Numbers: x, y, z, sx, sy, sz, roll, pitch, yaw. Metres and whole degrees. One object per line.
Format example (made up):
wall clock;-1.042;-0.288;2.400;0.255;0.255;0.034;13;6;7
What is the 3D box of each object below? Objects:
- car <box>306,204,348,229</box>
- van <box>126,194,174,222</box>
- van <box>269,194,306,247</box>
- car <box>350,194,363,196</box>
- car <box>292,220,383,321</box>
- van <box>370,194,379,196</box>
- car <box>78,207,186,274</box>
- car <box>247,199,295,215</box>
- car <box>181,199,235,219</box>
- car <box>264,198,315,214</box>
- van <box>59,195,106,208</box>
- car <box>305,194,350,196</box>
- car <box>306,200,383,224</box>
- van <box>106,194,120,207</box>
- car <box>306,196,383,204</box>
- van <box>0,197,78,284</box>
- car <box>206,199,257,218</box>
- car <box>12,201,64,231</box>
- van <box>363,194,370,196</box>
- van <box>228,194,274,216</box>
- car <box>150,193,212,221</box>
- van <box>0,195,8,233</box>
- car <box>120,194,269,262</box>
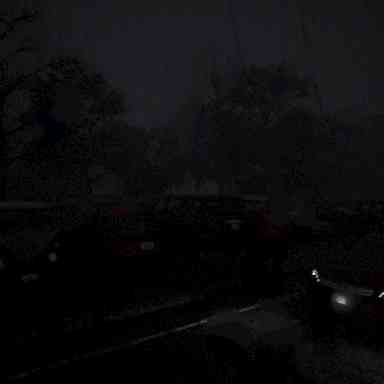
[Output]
car;4.275;1.437;15.285;2.002;1.452;4.674;0;0;-35
van;-3.368;1.172;26.040;1.878;1.987;4.442;0;0;-35
van;2.084;1.164;13.578;1.878;1.987;4.442;0;0;-35
car;17.126;1.217;40.459;2.435;2.045;5.566;0;0;-35
car;4.326;1.478;6.775;4.674;1.442;1.812;0;0;-36
van;21.554;1.258;43.791;1.878;1.987;4.442;0;0;-35
car;-2.503;1.433;10.491;2.163;1.488;4.792;0;0;-35
car;7.980;1.477;33.983;2.002;1.452;4.674;0;0;-35
car;1.317;1.414;29.227;2.097;1.535;5.008;0;0;-35
car;10.342;1.445;35.655;2.097;1.535;5.008;0;0;-35
van;-7.752;1.156;22.631;1.878;1.987;4.442;0;0;-35
car;14.870;1.209;38.852;2.435;2.045;5.566;0;0;-35
car;6.541;1.405;16.889;2.097;1.535;5.008;0;0;-35
van;-5.522;1.165;24.505;1.878;1.987;4.442;0;0;-35
car;8.818;1.287;18.479;2.185;1.767;4.553;0;0;-35
van;-4.687;1.214;8.756;1.878;1.987;4.442;-1;1;-35
car;3.572;1.462;30.837;2.002;1.452;4.674;0;0;-35
car;-9.955;1.401;21.212;2.097;1.535;5.008;-1;1;-35
van;19.433;1.251;41.994;1.878;1.987;4.442;0;0;-35
van;5.657;1.203;32.468;1.878;1.987;4.442;0;0;-35
car;-1.027;1.154;27.529;2.435;2.045;5.566;0;0;-35
van;-12.143;1.212;19.503;1.878;1.987;4.442;-1;1;-35
car;-0.262;1.130;12.086;2.435;2.045;5.566;0;0;-35
